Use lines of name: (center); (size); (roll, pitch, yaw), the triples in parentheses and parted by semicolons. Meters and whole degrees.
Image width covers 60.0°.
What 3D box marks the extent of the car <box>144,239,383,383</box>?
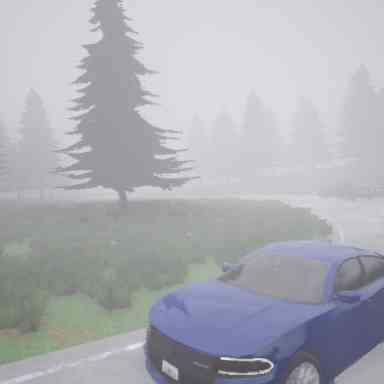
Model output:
car: (1.650, 1.526, 4.936); (5.008, 1.535, 1.882); (2, -1, -42)

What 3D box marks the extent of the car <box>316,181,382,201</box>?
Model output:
car: (11.714, -0.140, 25.213); (2.033, 1.411, 5.357); (-4, 3, -13)
